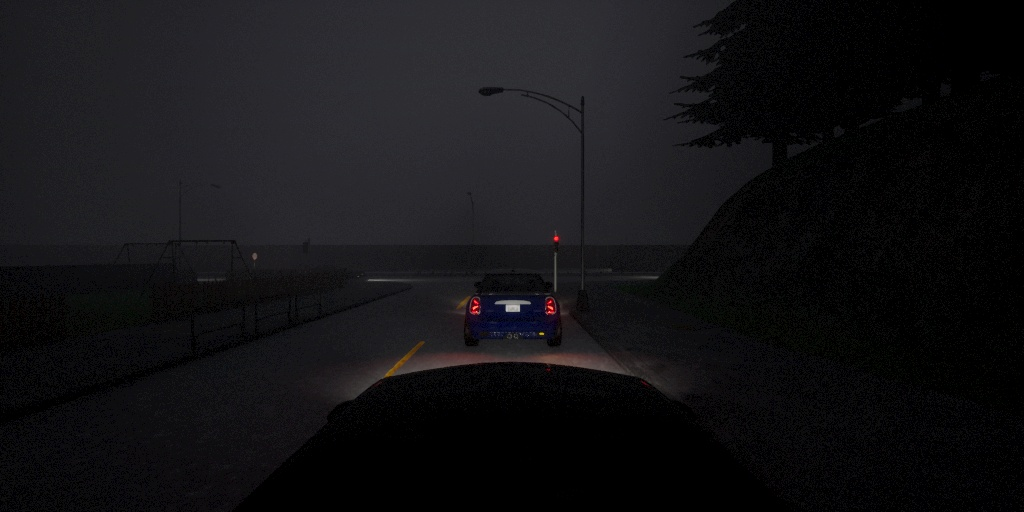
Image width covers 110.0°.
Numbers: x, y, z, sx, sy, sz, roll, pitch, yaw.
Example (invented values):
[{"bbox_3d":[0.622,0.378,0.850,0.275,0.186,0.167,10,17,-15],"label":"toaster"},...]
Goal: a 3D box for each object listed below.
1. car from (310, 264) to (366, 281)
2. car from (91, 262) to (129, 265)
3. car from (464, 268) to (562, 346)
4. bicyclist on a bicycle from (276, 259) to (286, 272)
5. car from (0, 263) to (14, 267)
[{"bbox_3d":[-14.250,1.314,29.324,4.181,1.385,1.994,0,0,0],"label":"car"},{"bbox_3d":[-32.382,1.241,29.330,4.902,1.511,2.128,0,0,0],"label":"car"},{"bbox_3d":[0.036,1.102,9.537,2.097,1.767,4.553,0,0,0],"label":"car"},{"bbox_3d":[-24.264,1.099,37.725,0.582,1.620,1.656,0,0,0],"label":"bicyclist on a bicycle"},{"bbox_3d":[-48.578,1.351,33.476,4.718,1.301,1.895,0,0,1],"label":"car"}]
